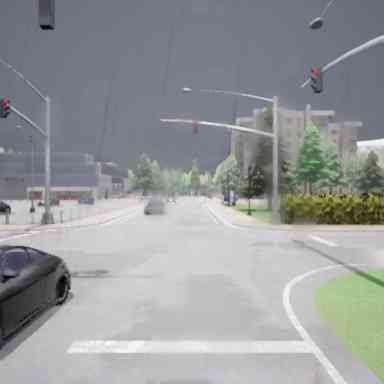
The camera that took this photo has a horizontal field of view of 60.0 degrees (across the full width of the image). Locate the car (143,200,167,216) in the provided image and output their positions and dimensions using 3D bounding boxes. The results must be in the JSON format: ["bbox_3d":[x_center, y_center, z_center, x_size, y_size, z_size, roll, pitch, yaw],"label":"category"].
[{"bbox_3d":[-3.495,1.523,31.790,1.837,1.490,4.892,0,2,0],"label":"car"}]

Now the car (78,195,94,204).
[{"bbox_3d":[-17.448,1.303,54.962,1.845,1.501,3.633,0,0,0],"label":"car"}]

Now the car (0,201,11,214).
[{"bbox_3d":[-17.698,1.302,28.929,2.007,1.523,4.514,0,0,0],"label":"car"}]

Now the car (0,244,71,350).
[{"bbox_3d":[-3.499,1.569,5.226,1.994,1.385,4.181,0,0,0],"label":"car"}]

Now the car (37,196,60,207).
[{"bbox_3d":[-20.502,1.323,47.572,1.970,1.475,3.806,0,0,0],"label":"car"}]
